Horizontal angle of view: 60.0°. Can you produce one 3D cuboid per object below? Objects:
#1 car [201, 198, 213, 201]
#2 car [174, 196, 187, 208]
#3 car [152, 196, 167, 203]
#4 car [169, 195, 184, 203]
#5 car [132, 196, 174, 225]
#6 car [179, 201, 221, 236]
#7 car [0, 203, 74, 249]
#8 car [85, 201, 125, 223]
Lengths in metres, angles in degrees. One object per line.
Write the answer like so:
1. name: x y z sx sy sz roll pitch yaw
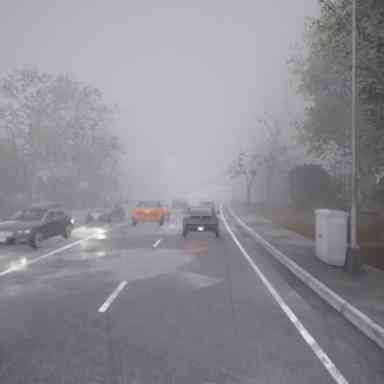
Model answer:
1. car: 1.774 1.447 39.375 1.812 1.442 4.674 0 0 4
2. car: -1.433 1.513 42.811 1.895 1.301 4.718 0 0 5
3. car: -6.358 1.423 64.793 1.994 1.385 4.181 0 0 7
4. car: -2.879 1.413 64.377 2.033 1.411 5.357 0 0 7
5. car: -2.760 1.302 23.450 2.097 1.767 4.553 0 0 3
6. car: 0.505 1.468 18.132 1.837 1.490 4.892 0 0 2
7. car: -6.780 1.456 14.488 2.128 1.511 4.902 0 0 2
8. car: -6.335 1.435 24.750 2.128 1.511 4.902 0 0 3
